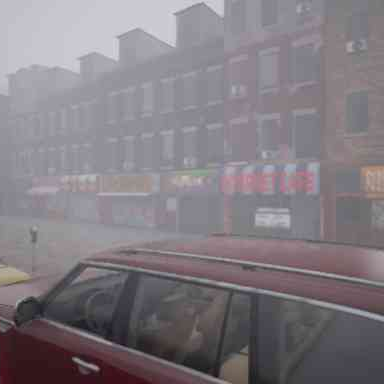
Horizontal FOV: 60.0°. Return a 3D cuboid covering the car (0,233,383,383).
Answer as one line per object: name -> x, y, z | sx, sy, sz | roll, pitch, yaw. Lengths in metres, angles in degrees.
car -> -0.055, 1.307, 2.856 | 5.009, 1.841, 2.192 | 0, 0, 35
